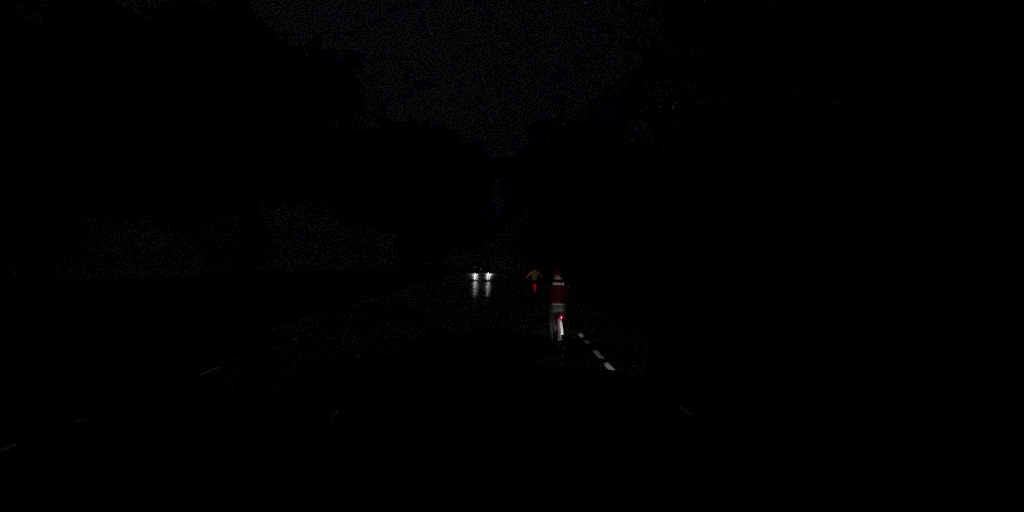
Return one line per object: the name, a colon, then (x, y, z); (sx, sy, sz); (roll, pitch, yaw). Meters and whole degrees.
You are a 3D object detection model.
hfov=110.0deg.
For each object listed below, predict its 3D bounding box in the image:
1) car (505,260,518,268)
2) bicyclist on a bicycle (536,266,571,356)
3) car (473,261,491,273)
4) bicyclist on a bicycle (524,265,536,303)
car: (0.093, 1.466, 64.395); (1.895, 1.301, 4.718); (0, 0, 0)
bicyclist on a bicycle: (0.962, 1.122, 7.778); (0.659, 1.776, 1.843); (0, 0, 0)
car: (-3.595, 1.304, 43.776); (1.837, 1.490, 4.892); (0, -1, 0)
bicyclist on a bicycle: (0.965, 1.195, 15.510); (0.866, 1.612, 1.509); (0, -1, 0)
